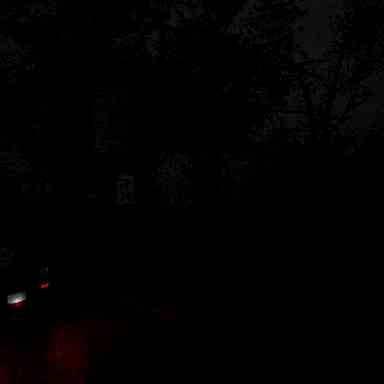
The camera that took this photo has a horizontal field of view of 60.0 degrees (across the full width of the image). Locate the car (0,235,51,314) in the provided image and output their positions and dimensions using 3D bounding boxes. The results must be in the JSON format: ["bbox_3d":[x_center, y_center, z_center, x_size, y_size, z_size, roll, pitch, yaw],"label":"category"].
[{"bbox_3d":[-4.719,1.558,6.744,4.674,1.442,1.812,0,0,36],"label":"car"}]
